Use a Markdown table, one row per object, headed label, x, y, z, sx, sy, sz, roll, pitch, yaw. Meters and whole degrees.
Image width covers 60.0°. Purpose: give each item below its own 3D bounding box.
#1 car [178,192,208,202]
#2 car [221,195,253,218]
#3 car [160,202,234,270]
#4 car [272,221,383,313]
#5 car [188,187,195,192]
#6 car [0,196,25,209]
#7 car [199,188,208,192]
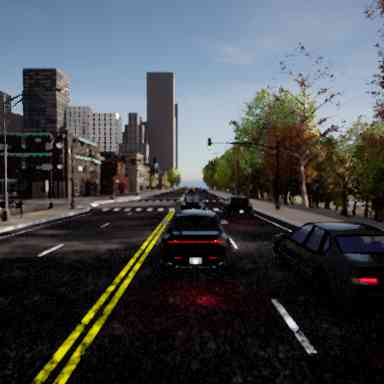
| label | x | y | z | sx | sy | sz | roll | pitch | yaw |
| --- | --- | --- | --- | --- | --- | --- | --- | --- | --- |
| car | 0.024 | 1.002 | 24.812 | 2.128 | 1.511 | 4.902 | 0 | 1 | -1 |
| car | 3.307 | 1.018 | 24.613 | 1.837 | 1.490 | 4.892 | 0 | 1 | 0 |
| car | 0.082 | 1.302 | 10.236 | 1.837 | 1.490 | 4.892 | 0 | 2 | 0 |
| car | 3.337 | 1.394 | 7.656 | 2.033 | 1.411 | 5.357 | 0 | 1 | 0 |
| car | -0.156 | -0.189 | 86.125 | 1.812 | 1.442 | 4.674 | 0 | 1 | 0 |
| car | -20.017 | 1.123 | 35.254 | 4.313 | 1.339 | 1.947 | -1 | 2 | 0 |
| car | 3.094 | -0.189 | 86.131 | 1.812 | 1.442 | 4.674 | 0 | 1 | 0 |
